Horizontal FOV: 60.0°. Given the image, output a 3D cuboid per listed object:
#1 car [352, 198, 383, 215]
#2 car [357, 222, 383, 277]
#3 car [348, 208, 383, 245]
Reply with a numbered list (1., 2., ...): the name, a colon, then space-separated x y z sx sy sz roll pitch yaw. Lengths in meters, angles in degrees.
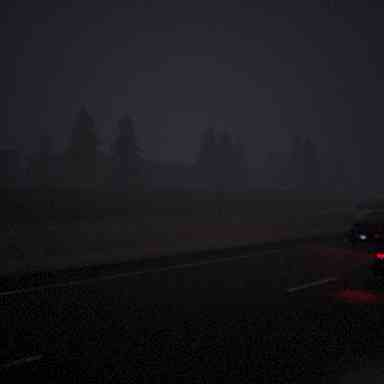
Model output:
1. car: 19.022 1.490 34.905 5.008 1.535 1.882 0 0 -37
2. car: 6.769 1.551 8.642 5.357 1.411 2.033 0 0 -35
3. car: 8.455 1.531 14.107 4.674 1.442 1.812 0 0 -35
